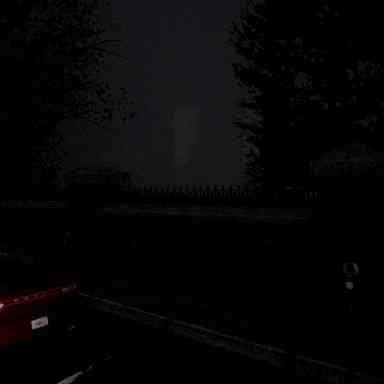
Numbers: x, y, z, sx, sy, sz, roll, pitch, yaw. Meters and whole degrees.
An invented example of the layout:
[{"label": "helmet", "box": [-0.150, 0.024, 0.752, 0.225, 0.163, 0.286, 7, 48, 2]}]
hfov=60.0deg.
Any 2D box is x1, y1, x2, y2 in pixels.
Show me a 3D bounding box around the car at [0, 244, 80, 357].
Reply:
[{"label": "car", "box": [-3.768, 1.544, 5.576, 4.507, 1.381, 1.887, 0, 0, 36]}]
